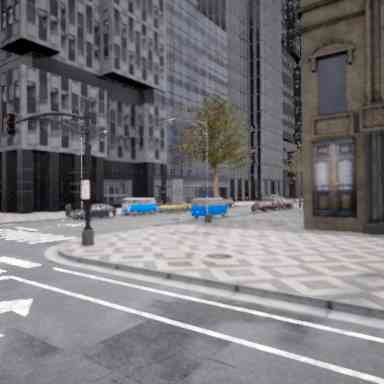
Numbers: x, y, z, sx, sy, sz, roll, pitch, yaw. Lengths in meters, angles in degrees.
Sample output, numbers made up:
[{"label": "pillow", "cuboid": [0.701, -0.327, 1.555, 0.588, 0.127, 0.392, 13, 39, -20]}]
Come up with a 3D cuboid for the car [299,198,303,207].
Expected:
[{"label": "car", "cuboid": [17.989, 1.557, 51.623, 1.887, 1.381, 4.507, -1, 0, 36]}]

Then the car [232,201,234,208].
[{"label": "car", "cuboid": [4.498, 1.662, 47.497, 2.008, 1.369, 4.403, -1, 0, 36]}]

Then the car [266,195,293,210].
[{"label": "car", "cuboid": [11.412, 1.472, 42.511, 1.967, 1.590, 4.097, -1, 0, 36]}]

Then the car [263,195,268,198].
[{"label": "car", "cuboid": [12.759, 1.614, 54.226, 2.033, 1.411, 5.357, -1, 0, 36]}]

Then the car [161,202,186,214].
[{"label": "car", "cuboid": [-2.178, 1.659, 38.247, 1.752, 1.417, 4.829, -1, 0, 36]}]

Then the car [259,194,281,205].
[{"label": "car", "cuboid": [14.360, 1.396, 61.165, 2.192, 1.841, 5.009, -1, 0, 36]}]

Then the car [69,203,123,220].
[{"label": "car", "cuboid": [-8.654, 1.707, 29.274, 2.008, 1.369, 4.403, -1, 0, 36]}]

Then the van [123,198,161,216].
[{"label": "van", "cuboid": [-5.367, 1.485, 33.830, 1.690, 1.788, 3.998, -1, 0, 36]}]

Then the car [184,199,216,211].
[{"label": "car", "cuboid": [1.110, 1.648, 42.803, 1.752, 1.417, 4.829, -1, 0, 36]}]

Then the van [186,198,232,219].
[{"label": "van", "cuboid": [1.546, 1.406, 28.843, 1.690, 1.788, 3.998, -1, 0, 36]}]

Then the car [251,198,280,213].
[{"label": "car", "cuboid": [8.124, 1.625, 37.954, 1.802, 1.307, 4.206, -1, 0, 36]}]
